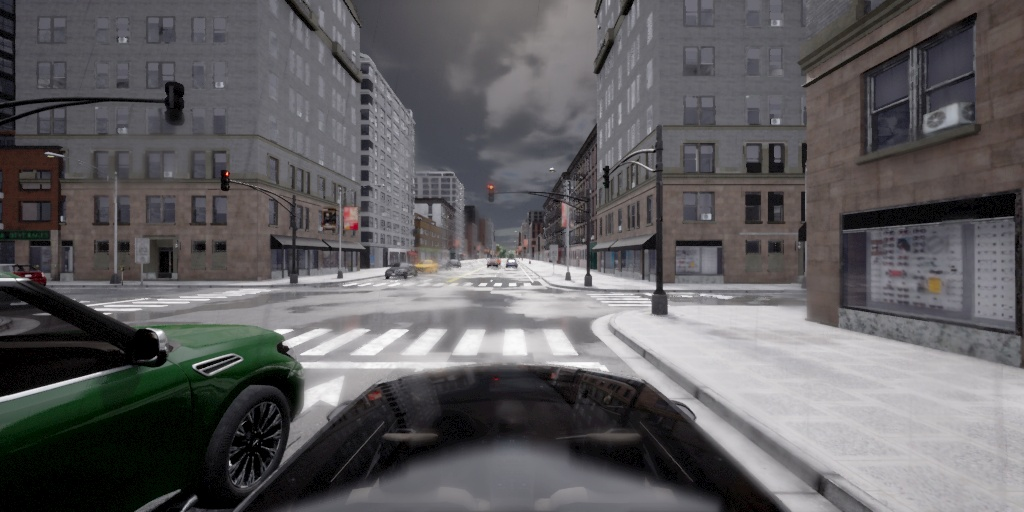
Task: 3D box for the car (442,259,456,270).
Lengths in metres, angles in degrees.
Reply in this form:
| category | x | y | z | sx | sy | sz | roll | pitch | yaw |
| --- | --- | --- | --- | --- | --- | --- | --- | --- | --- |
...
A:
| category | x | y | z | sx | sy | sz | roll | pitch | yaw |
| --- | --- | --- | --- | --- | --- | --- | --- | --- | --- |
| car | -9.885 | 1.243 | 51.437 | 2.128 | 1.511 | 4.902 | 0 | 0 | 0 |

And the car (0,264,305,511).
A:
| category | x | y | z | sx | sy | sz | roll | pitch | yaw |
| --- | --- | --- | --- | --- | --- | --- | --- | --- | --- |
| car | -3.148 | 0.971 | 1.216 | 2.150 | 2.045 | 5.566 | 0 | 0 | 0 |

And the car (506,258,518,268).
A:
| category | x | y | z | sx | sy | sz | roll | pitch | yaw |
| --- | --- | --- | --- | --- | --- | --- | --- | --- | --- |
| car | -0.053 | 1.312 | 61.849 | 1.994 | 1.385 | 4.181 | 0 | 0 | 0 |

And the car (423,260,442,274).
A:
| category | x | y | z | sx | sy | sz | roll | pitch | yaw |
| --- | --- | --- | --- | --- | --- | --- | --- | --- | --- |
| car | -9.879 | 1.231 | 41.625 | 1.882 | 1.535 | 5.008 | 0 | 0 | 0 |

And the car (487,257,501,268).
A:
| category | x | y | z | sx | sy | sz | roll | pitch | yaw |
| --- | --- | --- | --- | --- | --- | --- | --- | --- | --- |
| car | -3.303 | 1.349 | 61.876 | 1.895 | 1.301 | 4.718 | 0 | 0 | 0 |

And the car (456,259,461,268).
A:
| category | x | y | z | sx | sy | sz | roll | pitch | yaw |
| --- | --- | --- | --- | --- | --- | --- | --- | --- | --- |
| car | -9.853 | 1.274 | 61.455 | 1.812 | 1.442 | 4.674 | 0 | 0 | 0 |

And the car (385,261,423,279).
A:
| category | x | y | z | sx | sy | sz | roll | pitch | yaw |
| --- | --- | --- | --- | --- | --- | --- | --- | --- | --- |
| car | -9.872 | 1.279 | 32.428 | 1.812 | 1.442 | 4.674 | 0 | 0 | 2 |
